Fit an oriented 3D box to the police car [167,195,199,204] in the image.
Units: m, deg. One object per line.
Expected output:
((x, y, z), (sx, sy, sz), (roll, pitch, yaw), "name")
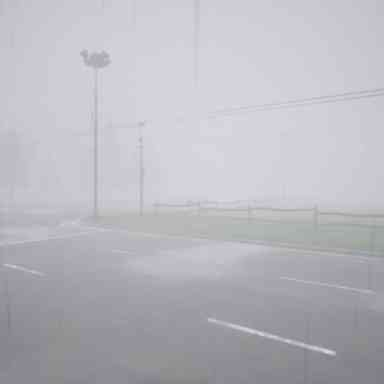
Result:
((-1.706, 1.283, 56.185), (4.974, 1.542, 2.038), (0, 0, 0), "police car")

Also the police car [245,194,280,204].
((12.288, 1.215, 56.830), (5.238, 1.638, 1.930), (-3, -1, 29), "police car")

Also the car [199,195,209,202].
((1.320, 1.248, 62.599), (1.882, 1.535, 5.008), (0, 1, 37), "car")
